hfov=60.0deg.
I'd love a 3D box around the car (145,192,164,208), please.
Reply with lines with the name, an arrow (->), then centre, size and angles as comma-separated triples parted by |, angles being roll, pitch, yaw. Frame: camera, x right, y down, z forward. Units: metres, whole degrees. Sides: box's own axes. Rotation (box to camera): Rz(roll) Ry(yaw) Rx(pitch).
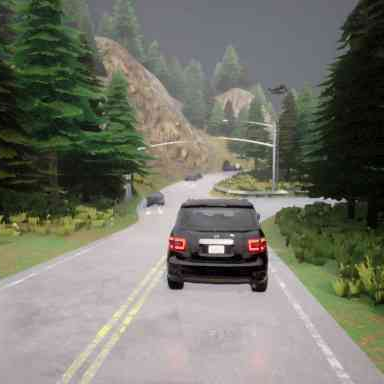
car -> -3.899, 0.699, 34.754 | 2.033, 1.411, 5.357 | -4, 5, -7

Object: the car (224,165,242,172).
car -> 8.458, -4.885, 68.498 | 4.181, 1.385, 1.994 | -11, 11, -43

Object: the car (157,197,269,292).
car -> 0.704, 1.172, 9.001 | 2.150, 2.045, 5.566 | 0, 0, 5

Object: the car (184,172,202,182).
car -> 0.230, -2.534, 55.202 | 2.033, 1.411, 5.357 | 1, 9, 17
